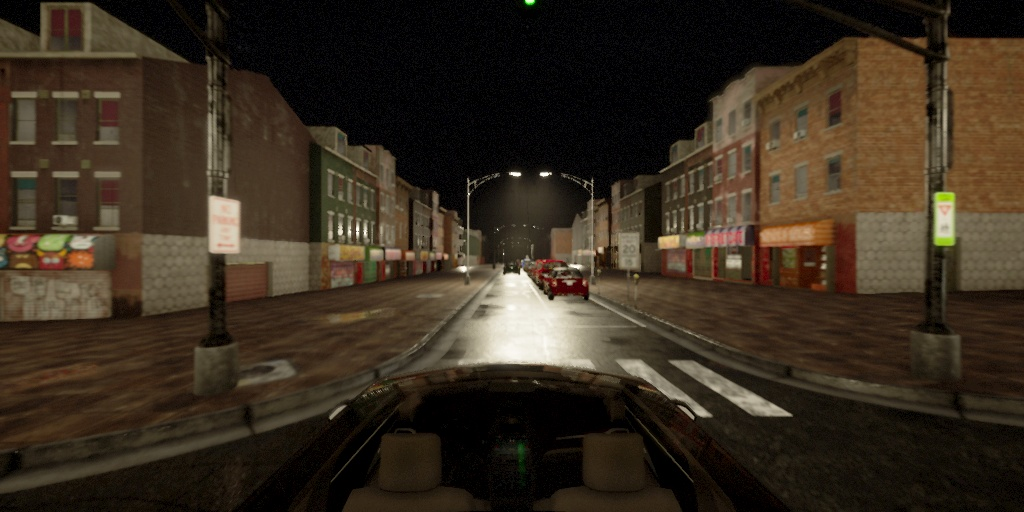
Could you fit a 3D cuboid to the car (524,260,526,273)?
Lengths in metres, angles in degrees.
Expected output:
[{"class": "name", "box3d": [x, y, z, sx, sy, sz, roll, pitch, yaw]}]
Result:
[{"class": "car", "box3d": [2.623, 1.439, 39.852, 1.967, 1.591, 4.097, 0, 0, 0]}]

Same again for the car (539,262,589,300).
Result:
[{"class": "car", "box3d": [2.631, 1.293, 18.245, 1.967, 1.591, 4.097, 0, 0, 0]}]

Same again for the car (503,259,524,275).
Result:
[{"class": "car", "box3d": [-0.013, 1.369, 43.276, 2.097, 1.767, 4.553, 0, 0, 0]}]

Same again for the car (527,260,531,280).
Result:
[{"class": "car", "box3d": [2.627, 1.238, 29.049, 2.192, 1.841, 5.009, 0, 0, 0]}]

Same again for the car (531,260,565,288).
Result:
[{"class": "car", "box3d": [2.629, 1.202, 23.646, 2.192, 1.841, 5.009, 0, 0, 0]}]
